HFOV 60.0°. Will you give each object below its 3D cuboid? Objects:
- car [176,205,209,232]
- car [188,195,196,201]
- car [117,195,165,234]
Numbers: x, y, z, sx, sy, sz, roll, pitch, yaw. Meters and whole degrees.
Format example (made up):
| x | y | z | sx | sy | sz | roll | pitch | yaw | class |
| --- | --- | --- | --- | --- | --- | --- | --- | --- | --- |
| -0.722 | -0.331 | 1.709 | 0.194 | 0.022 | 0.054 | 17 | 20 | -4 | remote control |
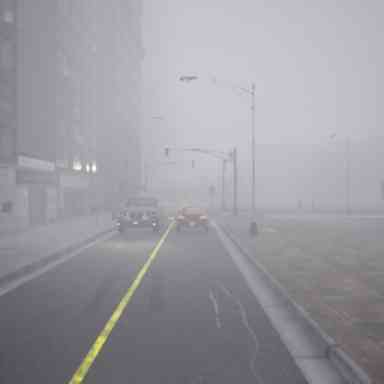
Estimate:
| x | y | z | sx | sy | sz | roll | pitch | yaw | class |
| --- | --- | --- | --- | --- | --- | --- | --- | --- | --- |
| 0.047 | 1.518 | 20.073 | 1.812 | 1.442 | 4.674 | 0 | 0 | 1 | car |
| -0.038 | 1.539 | 87.634 | 1.812 | 1.442 | 4.674 | 0 | 0 | 0 | car |
| -2.814 | 1.216 | 19.526 | 2.150 | 2.045 | 5.566 | 0 | 0 | 0 | car |
